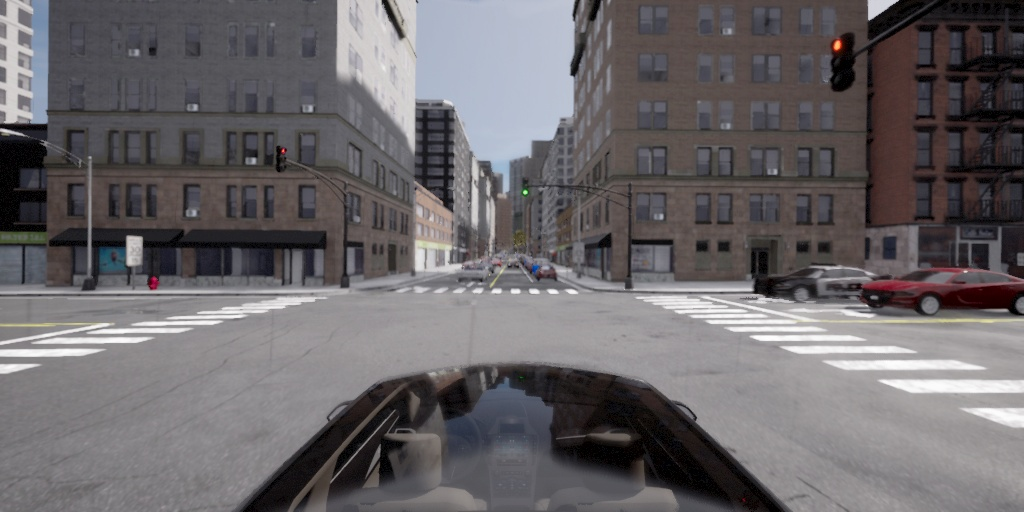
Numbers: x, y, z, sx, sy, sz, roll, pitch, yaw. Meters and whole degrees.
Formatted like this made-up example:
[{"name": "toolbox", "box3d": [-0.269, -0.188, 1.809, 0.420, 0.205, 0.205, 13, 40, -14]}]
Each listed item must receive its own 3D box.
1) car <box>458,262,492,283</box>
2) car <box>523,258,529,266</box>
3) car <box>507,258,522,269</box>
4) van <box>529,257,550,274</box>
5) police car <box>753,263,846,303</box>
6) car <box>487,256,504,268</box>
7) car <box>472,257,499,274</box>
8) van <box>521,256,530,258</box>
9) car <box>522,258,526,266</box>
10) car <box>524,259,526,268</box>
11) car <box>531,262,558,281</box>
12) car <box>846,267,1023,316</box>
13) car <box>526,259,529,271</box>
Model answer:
[{"name": "car", "box3d": [-2.970, 1.342, 28.163, 1.895, 1.301, 4.718, 1, 0, 3]}, {"name": "car", "box3d": [2.958, 1.376, 52.605, 1.802, 1.307, 4.207, 0, 0, 0]}, {"name": "car", "box3d": [0.220, 1.348, 58.431, 1.895, 1.301, 4.718, 1, 0, 0]}, {"name": "van", "box3d": [2.904, 1.144, 35.945, 1.690, 1.789, 3.998, 0, 0, 0]}, {"name": "police car", "box3d": [13.395, 1.118, 15.640, 5.238, 1.638, 1.930, 0, 0, 0]}, {"name": "car", "box3d": [-2.777, 1.181, 61.920, 1.882, 1.535, 5.008, 1, 0, 0]}, {"name": "car", "box3d": [-2.923, 1.235, 40.840, 2.128, 1.511, 4.902, 1, 0, 0]}, {"name": "van", "box3d": [2.993, 1.096, 63.713, 1.690, 1.789, 3.998, 0, 0, 0]}, {"name": "car", "box3d": [2.976, 1.359, 58.161, 1.802, 1.307, 4.207, 0, 0, 0]}, {"name": "car", "box3d": [2.940, 1.386, 47.053, 1.802, 1.307, 4.207, 0, 0, 0]}, {"name": "car", "box3d": [2.886, 1.384, 30.393, 1.802, 1.307, 4.207, 0, 0, 0]}, {"name": "car", "box3d": [15.104, 1.169, 12.492, 5.008, 1.535, 1.882, 0, 0, 0]}, {"name": "car", "box3d": [2.922, 1.351, 41.496, 1.888, 1.381, 4.507, 0, 0, 0]}]
